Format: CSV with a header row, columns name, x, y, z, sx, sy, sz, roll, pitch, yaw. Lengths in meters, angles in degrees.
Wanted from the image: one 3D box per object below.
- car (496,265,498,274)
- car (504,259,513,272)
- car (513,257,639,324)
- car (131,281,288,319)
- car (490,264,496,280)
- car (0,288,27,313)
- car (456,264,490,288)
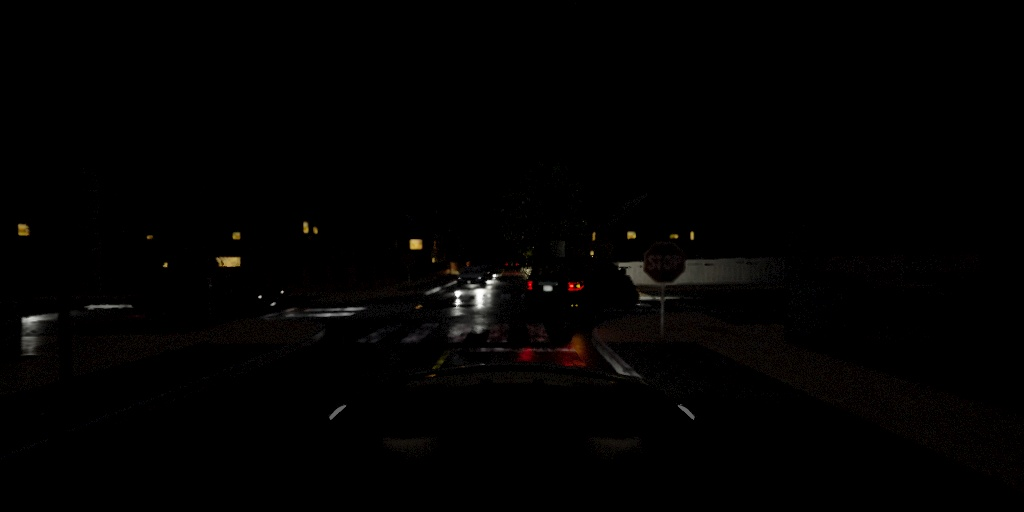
name,x,y,z,sx,sy,sz,roll,pitch,yaw
car,-2.854,1.693,47.160,1.994,1.385,4.181,0,-1,0
car,-0.021,1.432,55.068,2.150,2.045,5.566,0,-1,0
car,2.629,1.053,12.843,2.150,2.045,5.566,-2,-1,35
car,-11.664,1.631,14.121,4.718,1.301,1.895,-1,1,-3
car,-2.854,1.547,35.332,1.812,1.442,4.674,0,-1,0
car,-22.108,1.688,13.924,4.892,1.490,1.837,-1,1,-1
car,-2.860,1.466,26.162,1.812,1.442,4.674,0,-1,0
